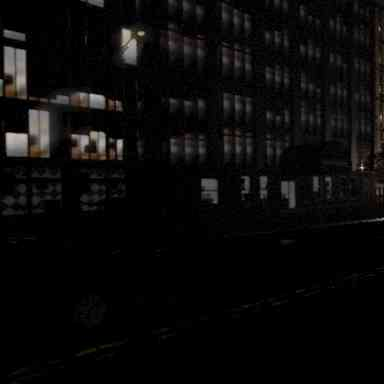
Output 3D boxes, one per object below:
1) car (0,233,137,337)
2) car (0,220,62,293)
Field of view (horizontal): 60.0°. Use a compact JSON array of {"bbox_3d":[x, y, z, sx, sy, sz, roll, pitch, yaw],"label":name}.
[{"bbox_3d":[-3.357,1.476,5.281,5.008,1.535,1.882,0,0,-36],"label":"car"},{"bbox_3d":[-5.956,1.550,7.421,5.357,1.411,2.033,0,0,-36],"label":"car"}]
